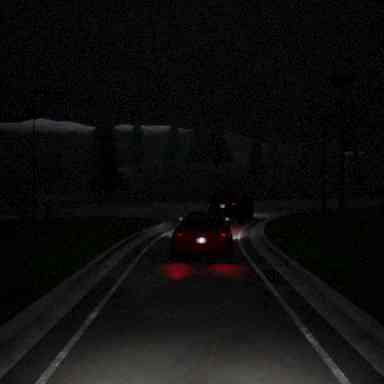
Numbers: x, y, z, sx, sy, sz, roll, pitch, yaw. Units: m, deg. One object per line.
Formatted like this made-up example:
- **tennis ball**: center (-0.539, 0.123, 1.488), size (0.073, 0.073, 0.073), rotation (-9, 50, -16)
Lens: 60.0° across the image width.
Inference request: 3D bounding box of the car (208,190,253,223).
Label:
- **car**: center (2.692, 0.900, 22.389), size (2.150, 2.045, 5.566), rotation (0, 1, 19)

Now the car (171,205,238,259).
- **car**: center (0.414, 1.391, 11.966), size (1.994, 1.385, 4.181), rotation (0, 1, 4)
